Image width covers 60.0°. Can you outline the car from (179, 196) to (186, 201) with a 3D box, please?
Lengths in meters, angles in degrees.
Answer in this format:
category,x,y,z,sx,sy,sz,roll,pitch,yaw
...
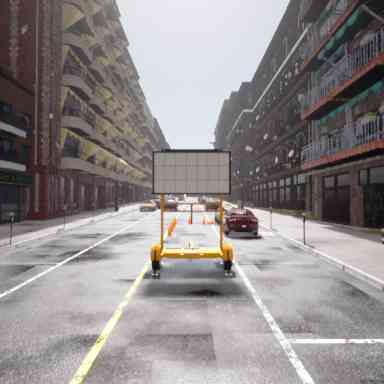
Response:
category,x,y,z,sx,sy,sz,roll,pitch,yaw
car,-2.758,1.791,90.385,1.812,1.442,4.674,0,0,0

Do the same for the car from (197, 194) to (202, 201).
category,x,y,z,sx,sy,sz,roll,pitch,yaw
car,2.578,1.706,68.486,1.887,1.381,4.507,1,0,0

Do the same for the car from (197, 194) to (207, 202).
category,x,y,z,sx,sy,sz,roll,pitch,yaw
car,2.547,1.551,85.080,2.192,1.841,5.009,1,0,0

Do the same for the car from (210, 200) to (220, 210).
category,x,y,z,sx,sy,sz,roll,pitch,yaw
car,2.583,1.555,24.412,1.752,1.417,4.829,1,0,0

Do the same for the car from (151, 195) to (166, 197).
category,x,y,z,sx,sy,sz,roll,pitch,yaw
car,-5.294,1.399,46.427,2.192,1.841,5.009,2,0,0

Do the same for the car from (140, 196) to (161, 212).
category,x,y,z,sx,sy,sz,roll,pitch,yaw
car,-5.299,1.594,40.725,1.752,1.417,4.829,2,0,0

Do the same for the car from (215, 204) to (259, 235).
category,x,y,z,sx,sy,sz,roll,pitch,yaw
car,2.583,1.565,18.710,1.887,1.381,4.507,1,0,0

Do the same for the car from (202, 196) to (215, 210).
category,x,y,z,sx,sy,sz,roll,pitch,yaw
car,2.581,1.614,40.832,1.887,1.381,4.507,1,0,0

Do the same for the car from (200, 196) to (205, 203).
category,x,y,z,sx,sy,sz,roll,pitch,yaw
car,2.580,1.634,46.364,2.008,1.369,4.403,1,0,0

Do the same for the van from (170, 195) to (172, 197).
category,x,y,z,sx,sy,sz,roll,pitch,yaw
van,-5.297,1.481,63.017,1.690,1.788,3.998,1,0,0

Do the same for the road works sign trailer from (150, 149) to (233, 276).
category,x,y,z,sx,sy,sz,roll,pitch,yaw
road works sign trailer,-0.011,0.473,10.382,2.380,3.560,2.880,0,0,0

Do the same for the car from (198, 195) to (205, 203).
category,x,y,z,sx,sy,sz,roll,pitch,yaw
car,2.579,1.684,62.956,1.887,1.381,4.507,1,0,0

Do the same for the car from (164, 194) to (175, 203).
category,x,y,z,sx,sy,sz,roll,pitch,yaw
car,-5.298,1.526,79.608,2.192,1.841,5.009,1,0,0

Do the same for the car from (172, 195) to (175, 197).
category,x,y,z,sx,sy,sz,roll,pitch,yaw
car,-5.298,1.501,74.078,2.192,1.841,5.009,1,0,0

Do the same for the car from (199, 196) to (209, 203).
category,x,y,z,sx,sy,sz,roll,pitch,yaw
car,2.587,1.626,74.018,1.967,1.590,4.097,1,0,0

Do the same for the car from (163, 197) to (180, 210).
category,x,y,z,sx,sy,sz,roll,pitch,yaw
car,-2.851,1.635,41.864,1.994,1.385,4.181,0,0,0

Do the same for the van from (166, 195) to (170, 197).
category,x,y,z,sx,sy,sz,roll,pitch,yaw
van,-5.296,1.460,57.485,1.690,1.788,3.998,2,0,0

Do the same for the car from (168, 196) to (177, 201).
category,x,y,z,sx,sy,sz,roll,pitch,yaw
car,-5.306,1.830,90.669,1.947,1.339,4.313,1,0,0
